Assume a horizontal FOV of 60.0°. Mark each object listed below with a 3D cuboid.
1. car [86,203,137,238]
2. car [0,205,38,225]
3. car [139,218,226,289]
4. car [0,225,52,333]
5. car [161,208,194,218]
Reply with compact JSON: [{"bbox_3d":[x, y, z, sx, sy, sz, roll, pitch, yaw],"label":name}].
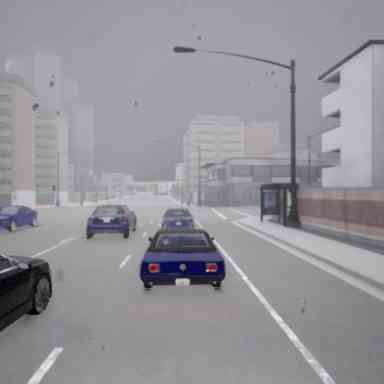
[{"bbox_3d":[-4.295,1.438,18.405,2.097,1.767,4.553,0,0,-3],"label":"car"},{"bbox_3d":[-11.546,1.591,21.181,1.882,1.535,5.008,0,0,-4],"label":"car"},{"bbox_3d":[-0.293,1.641,9.282,1.895,1.301,4.718,0,0,-3],"label":"car"},{"bbox_3d":[-3.640,1.518,4.689,2.128,1.511,4.902,0,0,-2],"label":"car"},{"bbox_3d":[-0.818,1.631,19.130,2.033,1.411,5.357,0,0,-3],"label":"car"}]
